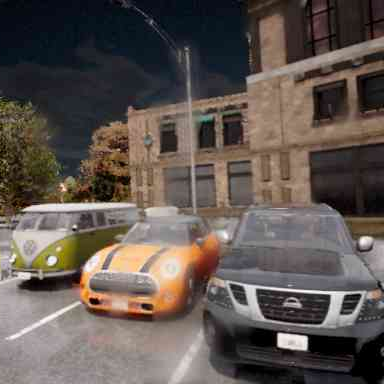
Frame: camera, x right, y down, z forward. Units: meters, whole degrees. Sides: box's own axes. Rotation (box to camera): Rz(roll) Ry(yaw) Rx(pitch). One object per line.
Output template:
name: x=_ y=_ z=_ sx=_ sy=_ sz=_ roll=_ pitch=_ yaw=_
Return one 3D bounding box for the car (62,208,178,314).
car: x=-0.638 y=1.391 z=7.929 sx=2.185 sy=1.767 sz=4.553 roll=0 pitch=-1 yaw=16

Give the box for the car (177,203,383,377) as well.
car: x=1.789 y=1.252 z=6.131 sx=2.435 sy=2.045 sz=5.566 roll=0 pitch=-1 yaw=16

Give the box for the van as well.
van: x=-3.114 y=1.312 z=9.527 sx=1.878 sy=1.987 sz=4.442 roll=-1 pitch=-1 yaw=16
